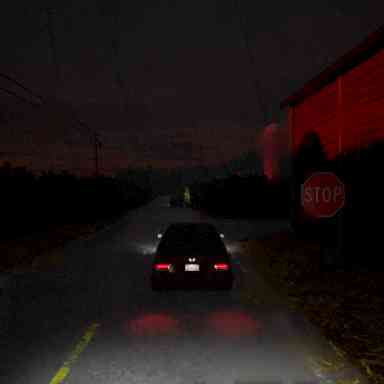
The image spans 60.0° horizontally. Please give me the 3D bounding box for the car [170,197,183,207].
[{"bbox_3d":[-2.503,1.539,52.577,2.128,1.511,4.902,0,0,-4],"label":"car"}]

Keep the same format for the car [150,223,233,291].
[{"bbox_3d":[-0.029,1.556,9.137,2.033,1.411,5.357,0,0,-1],"label":"car"}]
